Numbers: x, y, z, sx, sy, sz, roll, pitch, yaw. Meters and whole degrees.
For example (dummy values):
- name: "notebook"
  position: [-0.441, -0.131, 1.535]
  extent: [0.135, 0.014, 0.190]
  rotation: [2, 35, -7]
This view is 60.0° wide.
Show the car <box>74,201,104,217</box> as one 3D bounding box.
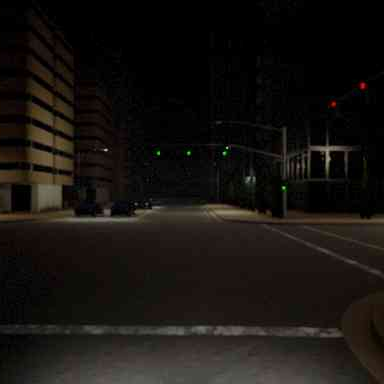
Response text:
- name: "car"
  position: [-10.669, 1.752, 34.749]
  extent: [1.882, 1.535, 5.008]
  rotation: [0, 0, 0]

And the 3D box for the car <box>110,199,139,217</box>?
- name: "car"
  position: [-7.169, 1.752, 34.732]
  extent: [1.882, 1.535, 5.008]
  rotation: [0, 0, 0]

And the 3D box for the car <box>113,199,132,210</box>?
- name: "car"
  position: [-10.694, 1.910, 51.465]
  extent: [1.837, 1.490, 4.892]
  rotation: [0, 0, 0]

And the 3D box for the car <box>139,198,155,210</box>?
- name: "car"
  position: [-7.193, 1.744, 49.556]
  extent: [2.097, 1.767, 4.553]
  rotation: [0, -1, 0]

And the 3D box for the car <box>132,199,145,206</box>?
- name: "car"
  position: [-10.644, 2.127, 66.840]
  extent: [1.895, 1.301, 4.718]
  rotation: [0, 0, 0]

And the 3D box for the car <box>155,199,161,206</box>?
- name: "car"
  position: [-7.158, 2.113, 65.092]
  extent: [1.895, 1.301, 4.718]
  rotation: [0, 0, 0]
